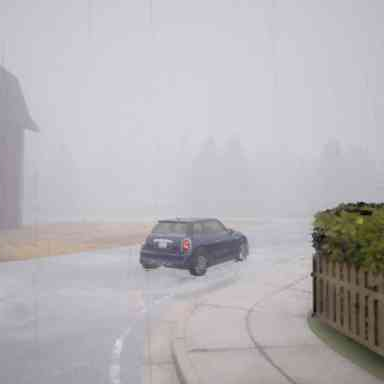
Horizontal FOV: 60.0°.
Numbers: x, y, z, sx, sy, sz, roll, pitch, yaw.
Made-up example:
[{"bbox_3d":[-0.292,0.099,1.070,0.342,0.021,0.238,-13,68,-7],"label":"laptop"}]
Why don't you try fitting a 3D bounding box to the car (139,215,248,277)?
[{"bbox_3d":[0.269,1.664,11.676,2.097,1.767,4.553,-1,-2,32],"label":"car"}]
